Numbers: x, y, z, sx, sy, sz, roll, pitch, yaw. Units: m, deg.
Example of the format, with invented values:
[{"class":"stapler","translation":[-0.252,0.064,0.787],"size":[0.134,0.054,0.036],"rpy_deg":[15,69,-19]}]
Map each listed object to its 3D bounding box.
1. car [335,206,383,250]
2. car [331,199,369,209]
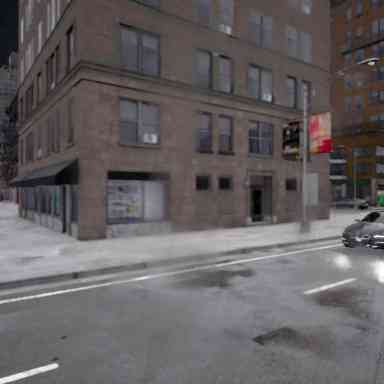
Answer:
[{"class":"car","translation":[7.950,1.470,13.288],"size":[4.892,1.490,1.837],"rpy_deg":[0,0,-35]},{"class":"car","translation":[19.057,1.479,40.275],"size":[1.947,1.339,4.313],"rpy_deg":[0,0,-35]}]
